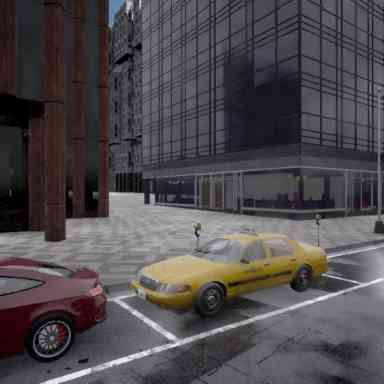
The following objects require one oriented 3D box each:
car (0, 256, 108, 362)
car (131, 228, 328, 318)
[{"bbox_3d":[-3.237,1.582,4.344,4.206,1.307,1.802,0,0,-35],"label":"car"},{"bbox_3d":[1.063,1.525,7.387,4.829,1.417,1.752,0,0,-35],"label":"car"}]
